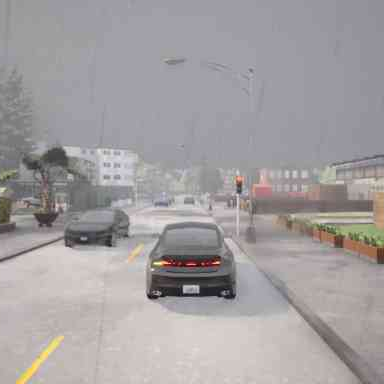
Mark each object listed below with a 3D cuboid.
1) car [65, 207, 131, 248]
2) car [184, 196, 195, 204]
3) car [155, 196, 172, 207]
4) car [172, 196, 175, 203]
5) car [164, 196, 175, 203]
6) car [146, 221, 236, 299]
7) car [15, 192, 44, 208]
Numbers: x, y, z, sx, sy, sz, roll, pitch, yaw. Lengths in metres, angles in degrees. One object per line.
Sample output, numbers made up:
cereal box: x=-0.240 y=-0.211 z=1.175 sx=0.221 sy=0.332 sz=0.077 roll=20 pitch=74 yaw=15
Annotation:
car: x=-4.023 y=1.477 z=14.929 sx=1.882 sy=1.535 sz=5.008 roll=0 pitch=0 yaw=0
car: x=-0.486 y=1.491 z=62.261 sx=2.128 sy=1.511 sz=4.902 roll=0 pitch=0 yaw=-1
car: x=-4.571 y=1.477 z=50.588 sx=1.882 sy=1.535 sz=5.008 roll=0 pitch=0 yaw=0
car: x=-4.637 y=1.477 z=60.001 sx=1.882 sy=1.535 sz=5.008 roll=0 pitch=0 yaw=0
car: x=-4.665 y=1.525 z=70.431 sx=2.128 sy=1.511 sz=4.902 roll=0 pitch=0 yaw=-1
car: x=-0.016 y=1.505 z=8.424 sx=1.837 sy=1.490 sz=4.892 roll=0 pitch=0 yaw=0
car: x=-20.154 y=0.985 z=42.086 sx=1.905 sy=1.878 sz=3.866 roll=0 pitch=0 yaw=34
